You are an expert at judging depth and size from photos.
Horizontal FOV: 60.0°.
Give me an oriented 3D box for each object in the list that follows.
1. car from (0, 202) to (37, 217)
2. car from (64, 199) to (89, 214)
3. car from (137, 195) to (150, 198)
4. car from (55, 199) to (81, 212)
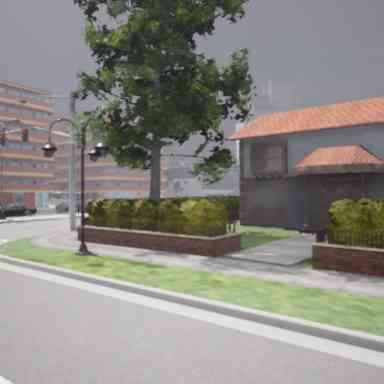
[{"bbox_3d":[-17.701,1.865,32.230,1.895,1.301,4.718,-1,0,33],"label":"car"},{"bbox_3d":[-12.302,1.863,39.636,1.895,1.301,4.718,-1,0,36],"label":"car"},{"bbox_3d":[-6.742,1.486,47.291,2.150,2.045,5.566,-1,0,36],"label":"car"},{"bbox_3d":[-14.918,1.644,41.982,2.097,1.767,4.553,-1,0,35],"label":"car"}]
